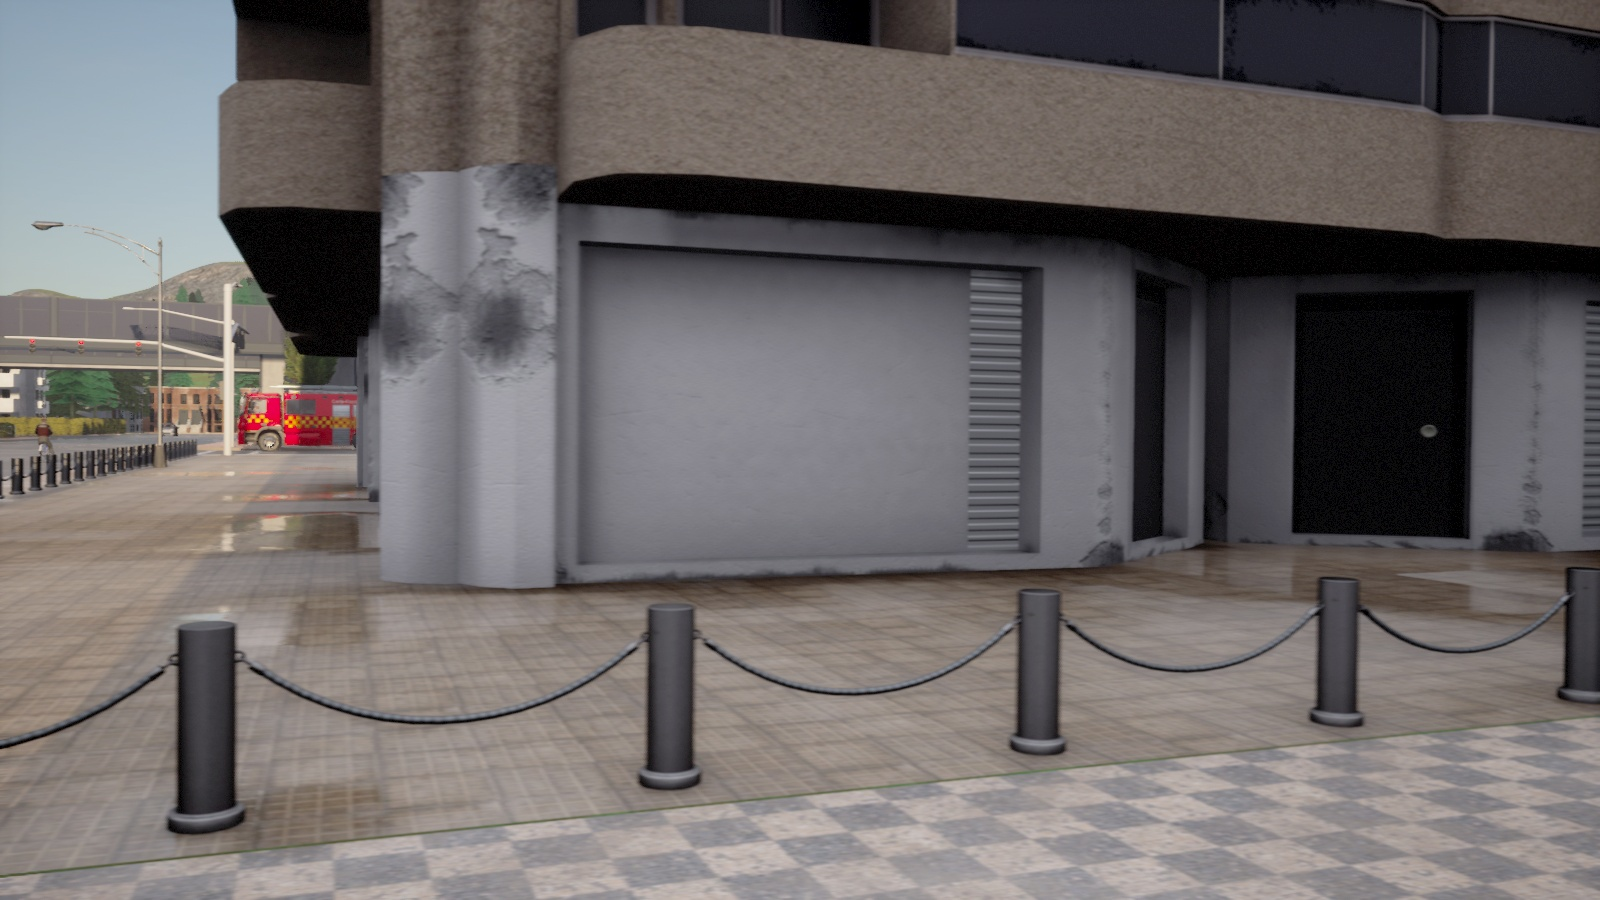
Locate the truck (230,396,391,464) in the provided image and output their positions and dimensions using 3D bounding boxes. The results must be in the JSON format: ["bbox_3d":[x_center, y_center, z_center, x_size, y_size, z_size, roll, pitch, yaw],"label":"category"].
[{"bbox_3d":[-28.293,-1.190,72.874,8.468,3.827,2.891,-1,1,-20],"label":"truck"}]
